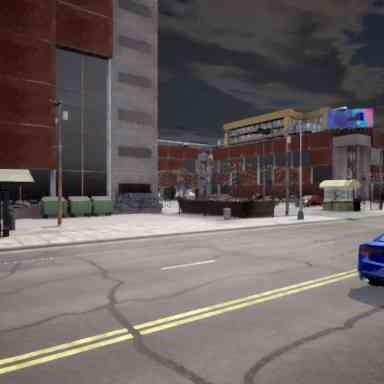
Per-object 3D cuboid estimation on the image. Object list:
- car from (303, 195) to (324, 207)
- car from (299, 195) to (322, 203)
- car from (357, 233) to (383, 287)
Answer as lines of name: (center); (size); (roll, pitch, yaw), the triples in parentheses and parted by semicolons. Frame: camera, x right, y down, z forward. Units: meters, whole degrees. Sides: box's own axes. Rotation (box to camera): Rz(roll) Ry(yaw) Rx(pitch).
car: (16.677, 1.252, 47.155); (4.553, 1.767, 2.185); (0, 0, -36)
car: (23.565, 1.417, 66.224); (4.674, 1.452, 2.002); (0, 0, -36)
car: (6.057, 1.477, 8.134); (5.008, 1.535, 1.882); (0, 0, -35)
